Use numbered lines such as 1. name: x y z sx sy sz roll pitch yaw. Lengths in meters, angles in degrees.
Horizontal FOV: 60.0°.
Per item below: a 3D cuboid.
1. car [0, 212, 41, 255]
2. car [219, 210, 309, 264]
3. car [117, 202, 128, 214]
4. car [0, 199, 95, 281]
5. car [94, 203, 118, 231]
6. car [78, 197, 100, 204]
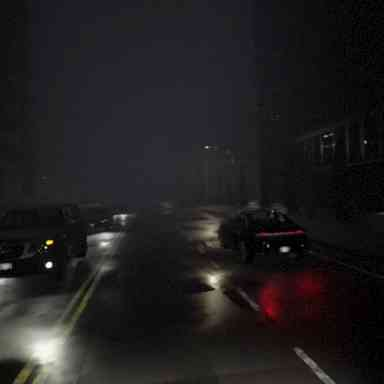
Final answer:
1. car: -9.059 1.912 16.026 1.837 1.490 4.892 -3 0 -8
2. car: 2.220 1.377 11.511 2.128 1.511 4.902 -3 0 -8
3. car: -8.667 1.933 39.597 1.994 1.385 4.181 -3 0 -7
4. car: -4.815 1.435 10.671 2.150 2.045 5.566 -3 0 -8
5. car: -6.445 1.784 22.758 1.837 1.490 4.892 -3 0 -8
6. car: -12.220 1.759 39.708 2.150 2.045 5.566 -3 0 -7
